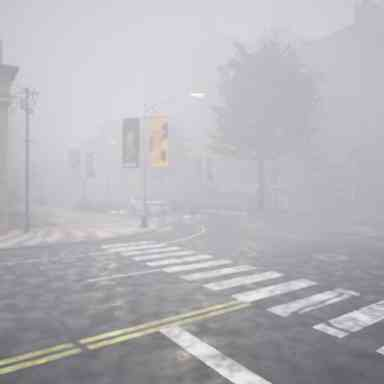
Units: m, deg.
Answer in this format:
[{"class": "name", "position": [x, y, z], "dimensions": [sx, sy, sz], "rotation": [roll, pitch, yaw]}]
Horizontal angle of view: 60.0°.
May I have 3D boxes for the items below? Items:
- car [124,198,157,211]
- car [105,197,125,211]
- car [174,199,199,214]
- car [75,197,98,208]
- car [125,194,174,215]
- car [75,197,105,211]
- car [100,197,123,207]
[{"class": "car", "position": [-6.827, 1.592, 43.687], "dimensions": [2.033, 1.411, 5.357], "rotation": [0, 0, -36]}, {"class": "car", "position": [-10.384, 1.584, 42.656], "dimensions": [2.033, 1.411, 5.357], "rotation": [0, 0, -36]}, {"class": "car", "position": [-1.213, 1.548, 35.726], "dimensions": [1.837, 1.490, 4.892], "rotation": [0, 0, -35]}, {"class": "car", "position": [-16.273, 1.515, 51.050], "dimensions": [1.882, 1.535, 5.008], "rotation": [0, 0, -35]}, {"class": "car", "position": [-4.459, 1.258, 34.251], "dimensions": [2.150, 2.045, 5.566], "rotation": [0, 0, -35]}, {"class": "car", "position": [-12.561, 1.625, 40.279], "dimensions": [1.895, 1.301, 4.718], "rotation": [0, 0, -35]}, {"class": "car", "position": [-12.648, 1.571, 51.978], "dimensions": [1.812, 1.442, 4.674], "rotation": [0, 0, -35]}]
